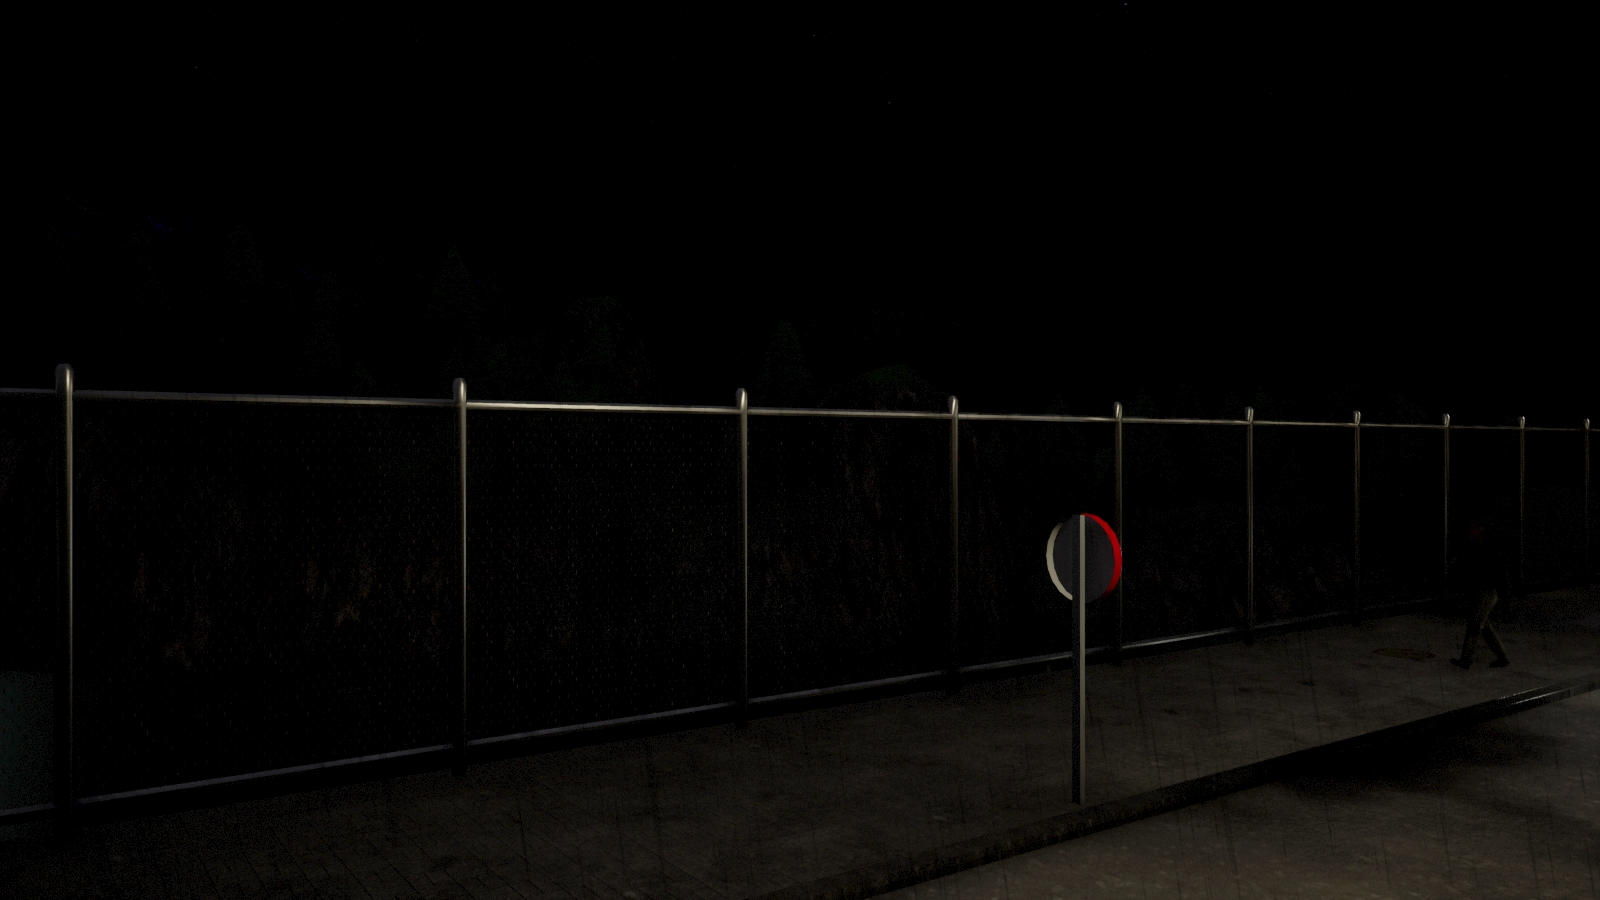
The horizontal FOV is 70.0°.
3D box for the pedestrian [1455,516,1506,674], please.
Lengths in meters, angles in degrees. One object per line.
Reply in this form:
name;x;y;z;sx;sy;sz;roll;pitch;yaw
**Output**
pedestrian;8.246;1.739;13.848;0.375;1.860;0.375;0;0;-18
